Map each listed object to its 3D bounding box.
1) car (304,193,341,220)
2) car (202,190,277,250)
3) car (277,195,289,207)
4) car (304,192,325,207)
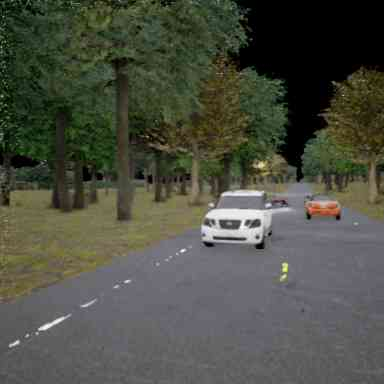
[{"bbox_3d":[9.226,0.908,23.666,2.097,1.767,4.553,0,1,18],"label":"car"},{"bbox_3d":[2.080,0.973,13.638,2.150,2.045,5.566,0,2,18],"label":"car"},{"bbox_3d":[9.878,0.969,37.230,1.895,1.301,4.718,0,1,18],"label":"car"},{"bbox_3d":[13.851,0.818,37.862,2.128,1.511,4.902,0,1,18],"label":"car"}]
